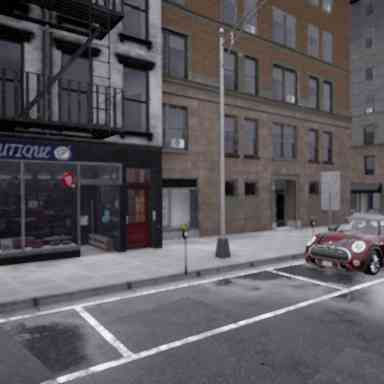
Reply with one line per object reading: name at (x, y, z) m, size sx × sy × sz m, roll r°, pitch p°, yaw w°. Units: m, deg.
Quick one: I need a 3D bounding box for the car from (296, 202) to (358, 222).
car at (12.259, 1.734, 30.477) m, size 1.882 × 1.535 × 5.008 m, roll -1°, pitch 0°, yaw -37°

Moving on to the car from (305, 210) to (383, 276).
car at (5.361, 1.468, 10.375) m, size 4.097 × 1.590 × 1.967 m, roll 0°, pitch -1°, yaw -36°
